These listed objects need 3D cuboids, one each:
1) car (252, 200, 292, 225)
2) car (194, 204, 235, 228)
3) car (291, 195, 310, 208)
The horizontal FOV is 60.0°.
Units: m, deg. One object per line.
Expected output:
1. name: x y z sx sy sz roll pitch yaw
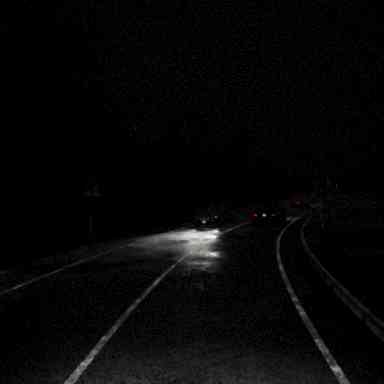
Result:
1. car: 5.783 1.564 24.485 2.033 1.411 5.357 -2 0 23
2. car: 1.634 1.627 23.359 2.128 1.511 4.902 -2 -1 22
3. car: 13.408 1.046 41.049 1.882 1.535 5.008 -2 1 25
